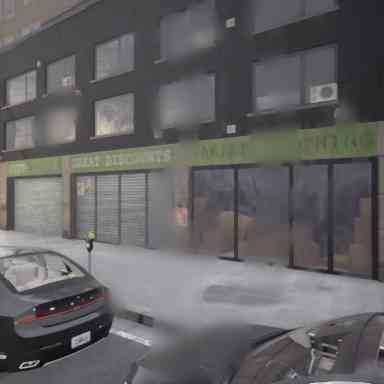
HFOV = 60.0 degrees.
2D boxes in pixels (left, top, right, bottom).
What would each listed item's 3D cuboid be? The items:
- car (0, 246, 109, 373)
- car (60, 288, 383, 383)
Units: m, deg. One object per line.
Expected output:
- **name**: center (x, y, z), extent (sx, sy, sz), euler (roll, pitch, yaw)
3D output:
- **car**: center (-3.123, 1.551, 5.293), extent (4.403, 1.369, 2.008), euler (0, 0, 35)
- **car**: center (1.384, 1.551, 2.100), extent (4.403, 1.369, 2.008), euler (0, 0, 35)
